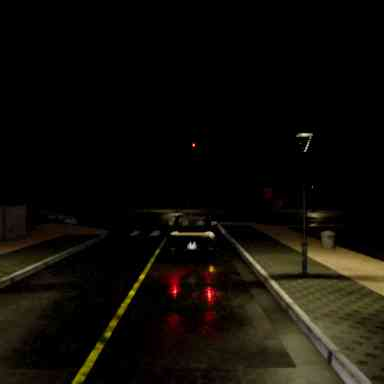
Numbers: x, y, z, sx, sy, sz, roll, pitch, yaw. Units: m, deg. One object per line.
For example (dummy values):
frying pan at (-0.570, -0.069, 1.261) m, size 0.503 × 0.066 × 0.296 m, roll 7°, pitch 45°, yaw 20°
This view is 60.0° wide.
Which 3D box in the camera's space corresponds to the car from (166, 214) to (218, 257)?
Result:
car at (0.033, 1.631, 13.502) m, size 2.128 × 1.511 × 4.902 m, roll 0°, pitch 0°, yaw 1°
